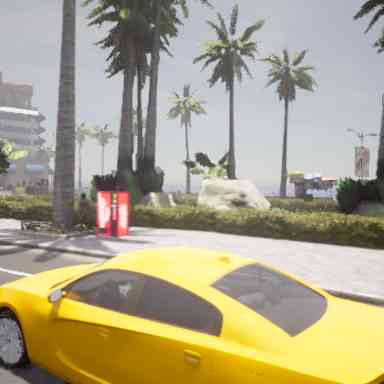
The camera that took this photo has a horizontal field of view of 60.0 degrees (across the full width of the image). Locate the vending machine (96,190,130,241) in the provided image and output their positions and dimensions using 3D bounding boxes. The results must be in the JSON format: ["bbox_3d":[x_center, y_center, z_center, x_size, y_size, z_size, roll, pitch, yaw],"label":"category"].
[{"bbox_3d":[-3.398,0.963,14.336,0.880,2.100,1.100,1,1,27],"label":"vending machine"}]

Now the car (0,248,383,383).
[{"bbox_3d":[-0.375,1.422,3.918,5.008,1.535,1.882,1,1,33],"label":"car"}]

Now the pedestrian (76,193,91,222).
[{"bbox_3d":[-4.767,0.889,14.571,0.375,1.860,0.375,1,1,26],"label":"pedestrian"}]
